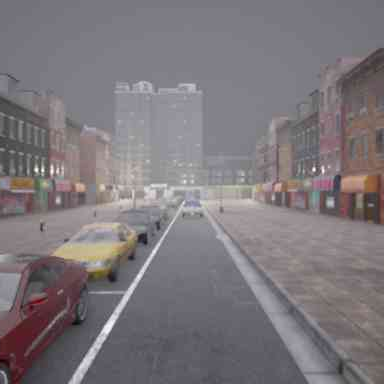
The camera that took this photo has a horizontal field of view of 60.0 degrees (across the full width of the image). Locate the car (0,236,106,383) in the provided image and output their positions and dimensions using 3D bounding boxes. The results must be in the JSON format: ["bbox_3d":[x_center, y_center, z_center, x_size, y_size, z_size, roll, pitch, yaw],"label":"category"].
[{"bbox_3d":[-2.647,1.573,4.478,1.802,1.307,4.206,0,0,0],"label":"car"}]

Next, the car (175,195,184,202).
[{"bbox_3d":[-2.795,1.420,75.356,1.947,1.339,4.313,0,0,0],"label":"car"}]

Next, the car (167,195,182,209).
[{"bbox_3d":[-2.727,1.469,42.643,2.008,1.369,4.403,0,0,0],"label":"car"}]

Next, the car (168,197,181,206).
[{"bbox_3d":[-2.750,1.463,53.548,1.947,1.339,4.313,0,0,0],"label":"car"}]

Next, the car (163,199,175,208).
[{"bbox_3d":[-2.693,1.500,26.287,2.008,1.369,4.403,0,0,0],"label":"car"}]

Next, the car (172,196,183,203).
[{"bbox_3d":[-2.772,1.441,64.451,1.947,1.339,4.313,0,0,0],"label":"car"}]

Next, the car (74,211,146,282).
[{"bbox_3d":[-2.659,1.506,9.761,1.752,1.417,4.829,0,0,0],"label":"car"}]

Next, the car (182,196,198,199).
[{"bbox_3d":[0.011,1.394,42.759,1.882,1.535,5.008,0,0,0],"label":"car"}]

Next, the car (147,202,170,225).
[{"bbox_3d":[-2.682,1.525,20.835,1.947,1.339,4.313,0,0,0],"label":"car"}]

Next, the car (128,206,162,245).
[{"bbox_3d":[-2.670,1.535,15.382,1.947,1.339,4.313,0,0,0],"label":"car"}]

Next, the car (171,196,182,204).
[{"bbox_3d":[-2.761,1.468,58.999,1.802,1.307,4.206,0,0,0],"label":"car"}]

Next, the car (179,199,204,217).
[{"bbox_3d":[0.035,1.542,30.068,1.895,1.301,4.718,0,0,0],"label":"car"}]
